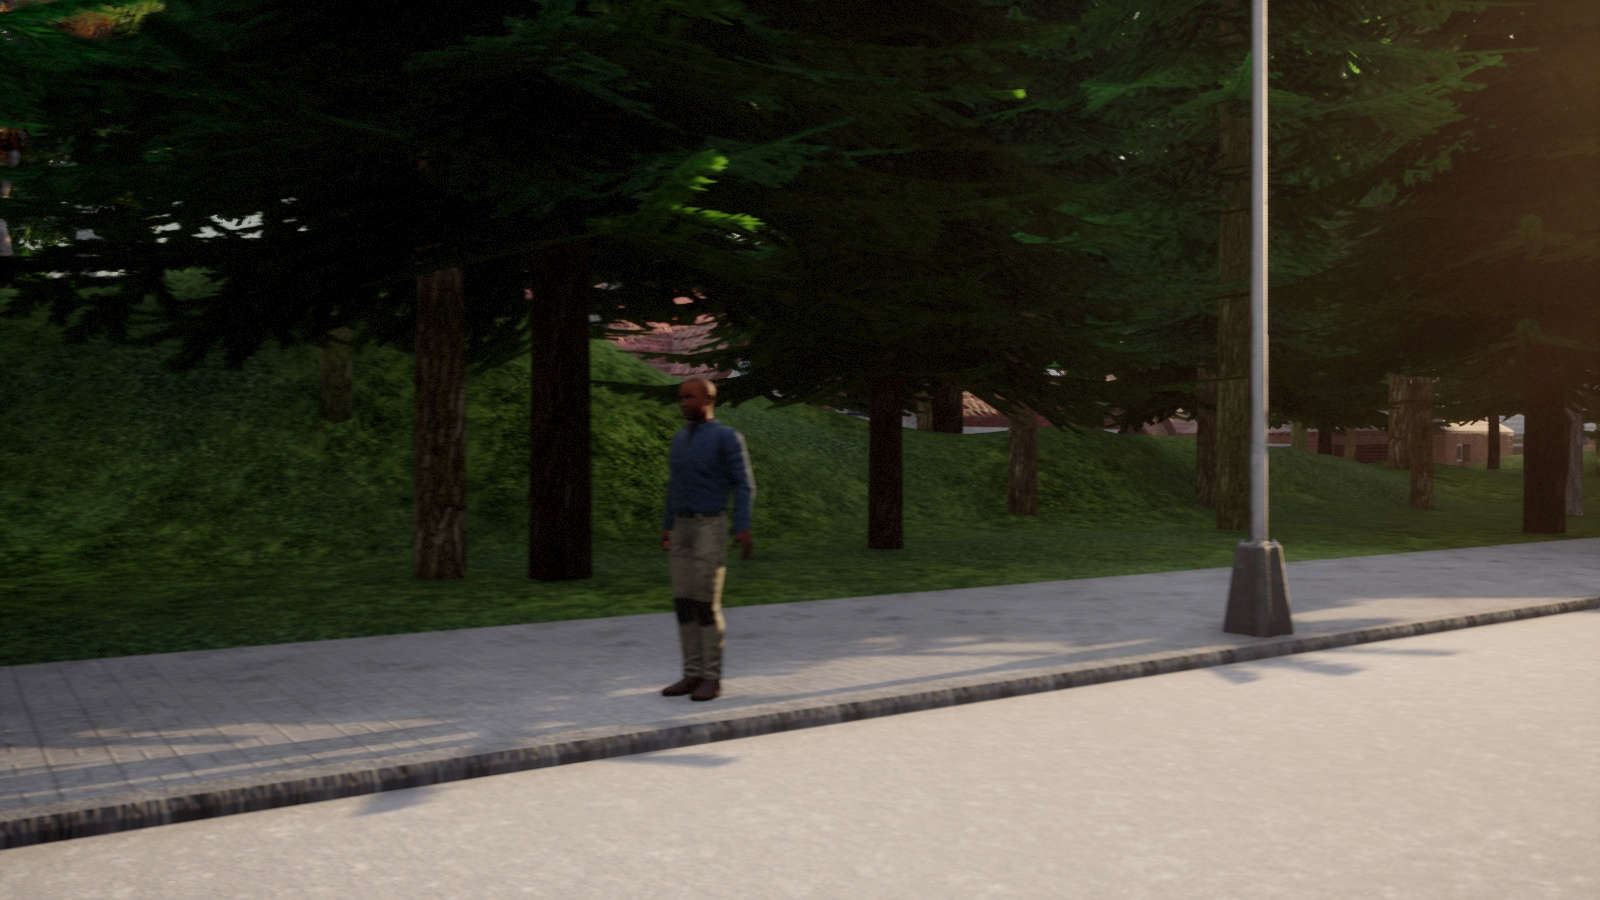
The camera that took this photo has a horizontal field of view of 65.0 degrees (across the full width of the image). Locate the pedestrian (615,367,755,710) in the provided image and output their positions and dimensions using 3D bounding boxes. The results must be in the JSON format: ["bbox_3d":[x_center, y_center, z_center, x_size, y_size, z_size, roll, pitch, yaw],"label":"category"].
[{"bbox_3d":[-0.642,0.472,7.104,0.370,1.835,0.726,0,0,42],"label":"pedestrian"}]
